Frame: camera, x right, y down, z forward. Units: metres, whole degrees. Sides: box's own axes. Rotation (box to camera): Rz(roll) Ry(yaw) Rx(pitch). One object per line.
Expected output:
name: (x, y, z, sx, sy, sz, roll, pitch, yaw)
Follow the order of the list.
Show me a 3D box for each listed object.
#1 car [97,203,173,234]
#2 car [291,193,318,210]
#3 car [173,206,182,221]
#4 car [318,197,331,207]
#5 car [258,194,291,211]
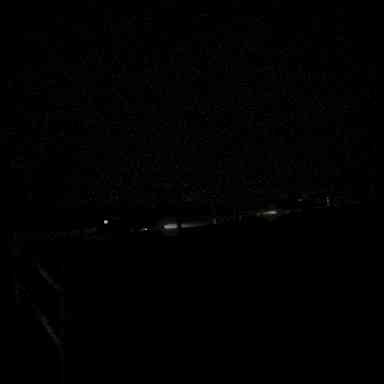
car: (-3.338, 1.540, 19.032, 1.994, 1.385, 4.181, -3, -2, 36)
car: (14.036, 1.212, 43.187, 2.150, 2.045, 5.566, -3, -2, 36)
car: (-2.706, 1.596, 24.802, 1.837, 1.490, 4.892, -3, -1, 36)
car: (20.099, 1.549, 51.694, 2.033, 1.411, 5.357, -3, -2, 36)
car: (10.526, 1.329, 43.201, 2.150, 2.045, 5.566, -3, -2, 36)
